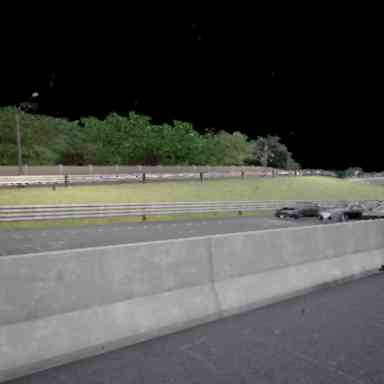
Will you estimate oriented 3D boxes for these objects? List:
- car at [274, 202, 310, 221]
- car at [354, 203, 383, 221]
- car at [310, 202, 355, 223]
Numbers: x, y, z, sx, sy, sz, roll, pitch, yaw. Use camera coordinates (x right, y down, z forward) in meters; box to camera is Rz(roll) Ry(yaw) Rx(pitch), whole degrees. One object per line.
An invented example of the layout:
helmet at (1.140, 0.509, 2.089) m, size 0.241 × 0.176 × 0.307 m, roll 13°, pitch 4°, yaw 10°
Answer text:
car at (9.243, 1.573, 27.849) m, size 5.357 × 1.411 × 2.033 m, roll 0°, pitch 0°, yaw -36°
car at (13.139, 1.501, 22.028) m, size 5.008 × 1.535 × 1.882 m, roll 0°, pitch 0°, yaw -36°
car at (11.511, 1.517, 25.168) m, size 4.902 × 1.511 × 2.128 m, roll 0°, pitch 0°, yaw -36°
